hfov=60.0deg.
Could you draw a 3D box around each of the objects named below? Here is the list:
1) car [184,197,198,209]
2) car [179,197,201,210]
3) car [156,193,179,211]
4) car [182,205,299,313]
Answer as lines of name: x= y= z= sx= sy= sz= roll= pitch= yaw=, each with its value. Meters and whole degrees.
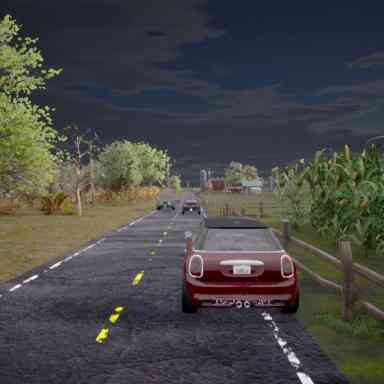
car: x=-0.124 y=1.468 z=45.911 sx=1.837 sy=1.490 sz=4.892 roll=0 pitch=0 yaw=0
car: x=-0.073 y=1.483 z=35.167 sx=1.837 sy=1.490 sz=4.892 roll=0 pitch=0 yaw=0
car: x=-3.014 y=1.194 z=40.087 sx=2.150 sy=2.045 sz=5.566 roll=0 pitch=0 yaw=0
car: x=0.871 y=1.350 z=7.808 sx=2.097 sy=1.767 sz=4.553 roll=0 pitch=0 yaw=0
